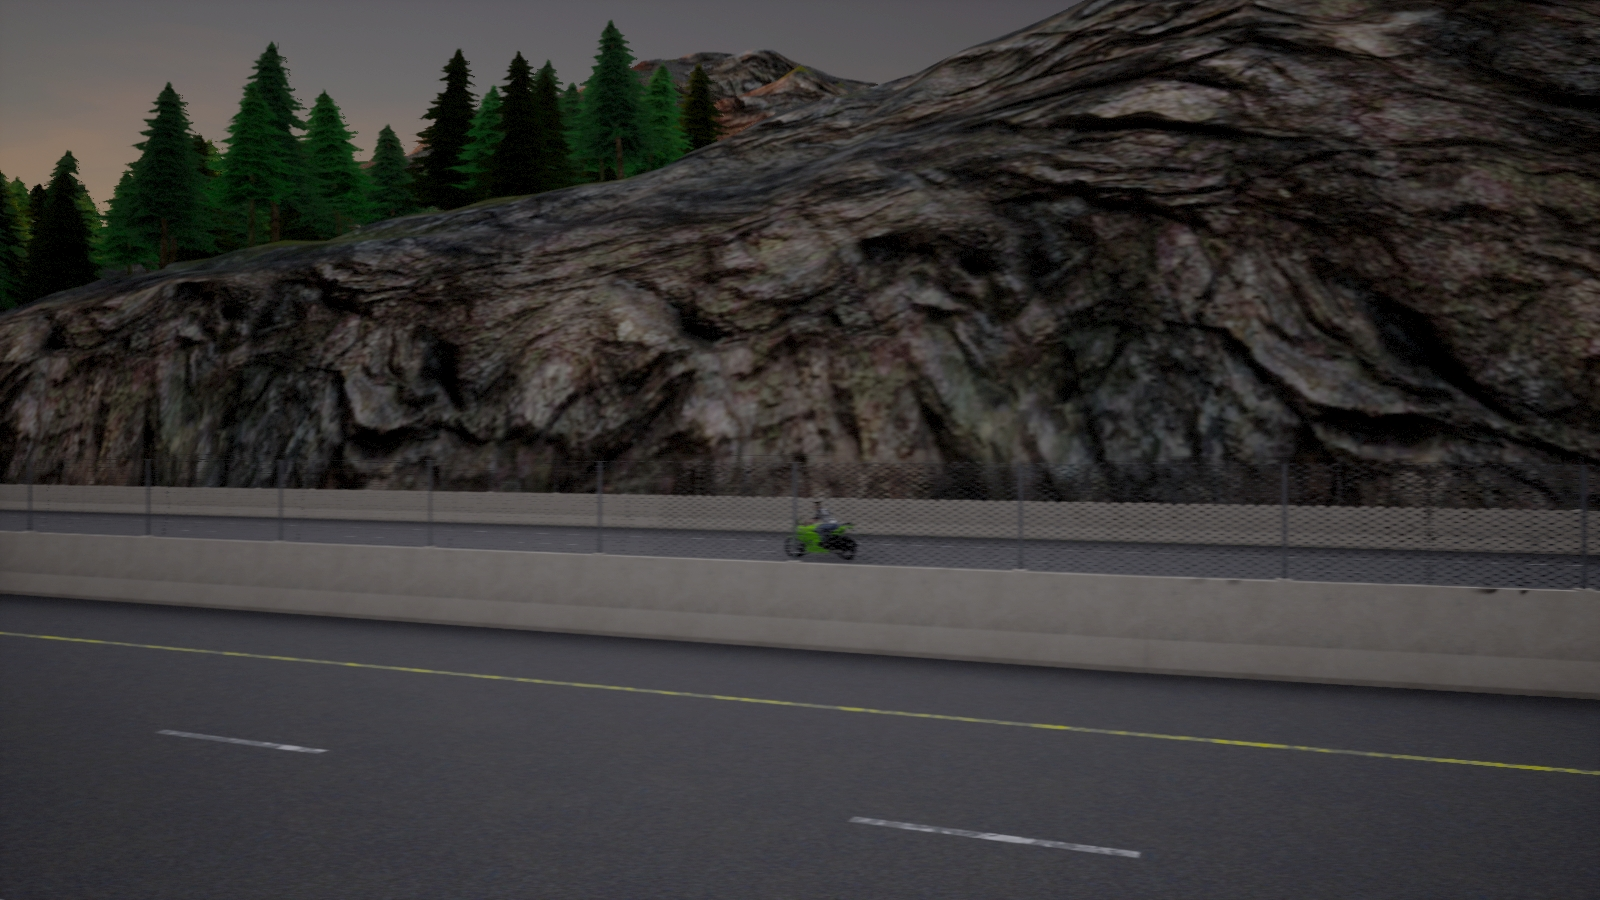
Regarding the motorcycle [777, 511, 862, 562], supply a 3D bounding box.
[{"bbox_3d":[0.505,2.197,29.247,2.033,1.217,0.803,0,-1,22],"label":"motorcycle"}]
